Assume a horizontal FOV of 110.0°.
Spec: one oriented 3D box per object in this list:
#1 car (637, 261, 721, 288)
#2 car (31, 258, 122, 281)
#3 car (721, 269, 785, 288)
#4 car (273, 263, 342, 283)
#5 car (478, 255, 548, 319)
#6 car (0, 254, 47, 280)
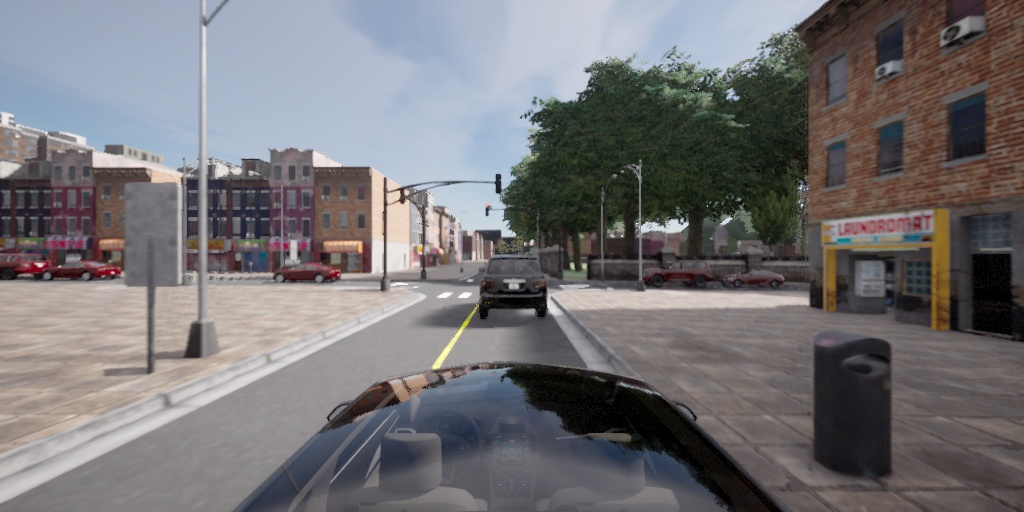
[{"bbox_3d":[11.702,1.260,25.750,5.009,1.841,2.192,0,0,0],"label":"car"},{"bbox_3d":[-31.036,1.046,25.883,4.507,1.381,1.888,0,0,0],"label":"car"},{"bbox_3d":[17.151,1.590,25.733,4.207,1.307,1.802,0,0,0],"label":"car"},{"bbox_3d":[-14.725,1.205,25.832,4.507,1.381,1.888,0,0,0],"label":"car"},{"bbox_3d":[-0.041,0.993,13.088,2.150,2.045,5.566,0,0,-2],"label":"car"},{"bbox_3d":[-36.473,0.765,25.900,5.009,1.841,2.192,0,0,0],"label":"car"}]
